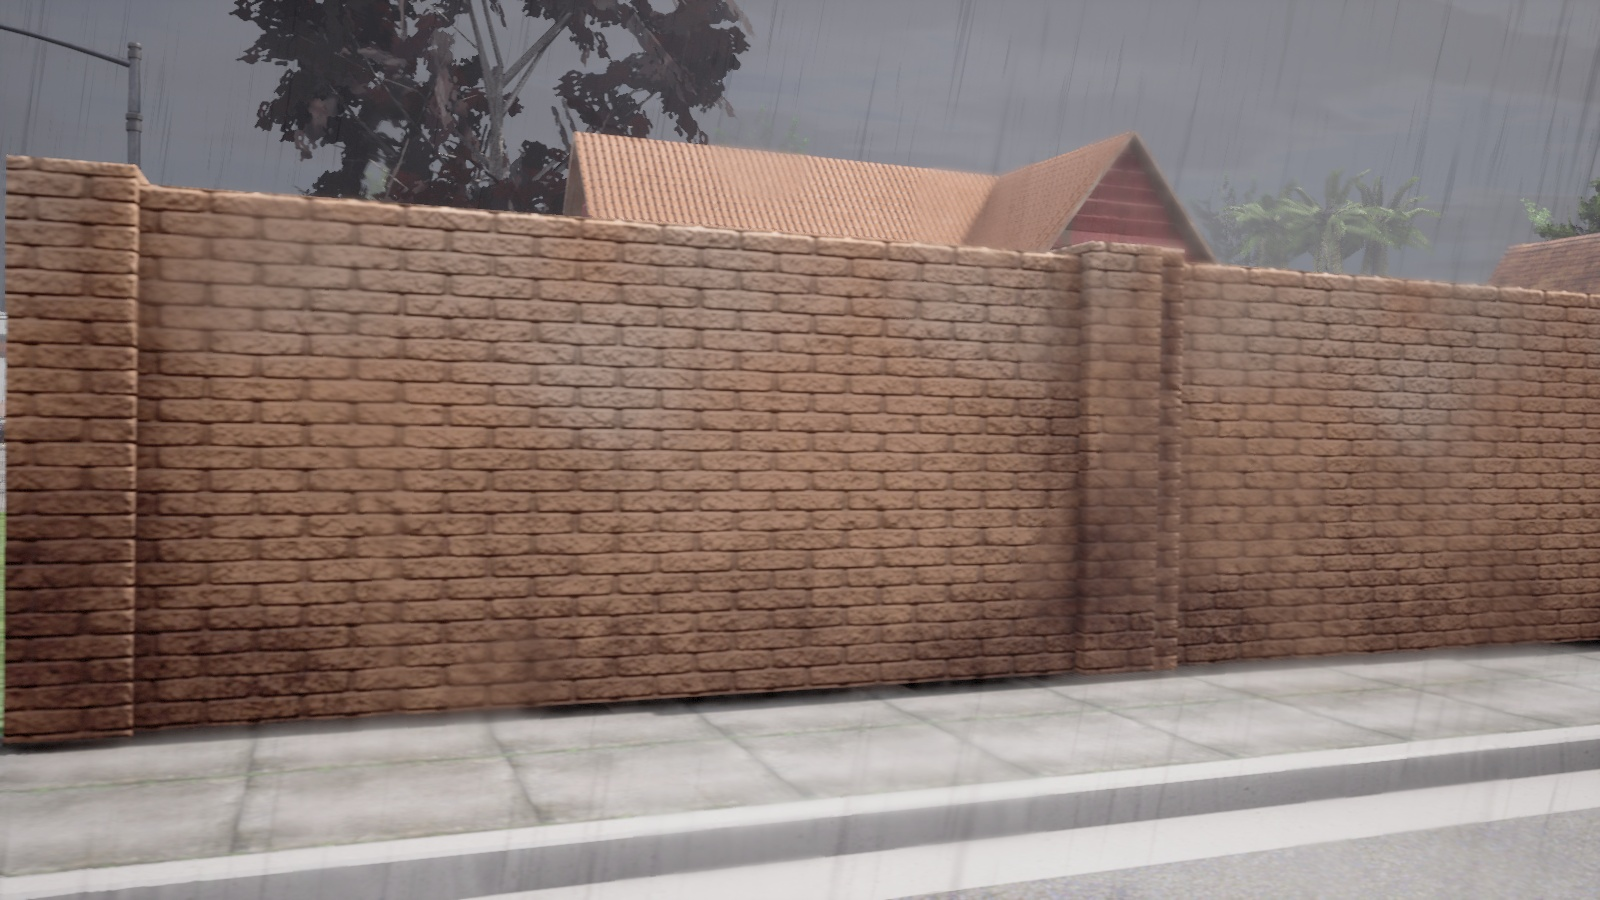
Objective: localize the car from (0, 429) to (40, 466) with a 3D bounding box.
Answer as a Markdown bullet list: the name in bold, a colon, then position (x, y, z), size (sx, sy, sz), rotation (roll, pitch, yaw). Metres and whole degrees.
- **car**: position (-38.387, -0.146, 60.447), size (2.152, 1.651, 5.027), rotation (-1, 1, -20)
